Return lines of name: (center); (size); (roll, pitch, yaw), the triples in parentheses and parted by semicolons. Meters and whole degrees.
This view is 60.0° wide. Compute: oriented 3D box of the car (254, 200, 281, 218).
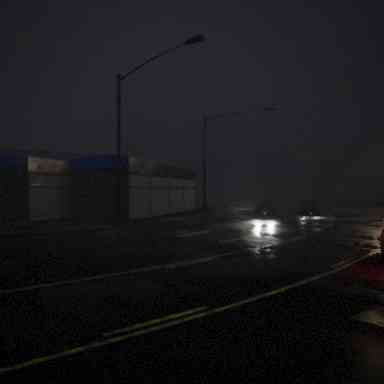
car: (6.850, 1.493, 29.878); (2.128, 1.511, 4.902); (0, 0, 20)

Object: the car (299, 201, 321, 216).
car: (11.571, 1.548, 32.902); (2.033, 1.411, 5.357); (0, 0, 15)

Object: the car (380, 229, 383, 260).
car: (7.966, 1.477, 11.428); (1.882, 1.535, 5.008); (0, 0, 41)
